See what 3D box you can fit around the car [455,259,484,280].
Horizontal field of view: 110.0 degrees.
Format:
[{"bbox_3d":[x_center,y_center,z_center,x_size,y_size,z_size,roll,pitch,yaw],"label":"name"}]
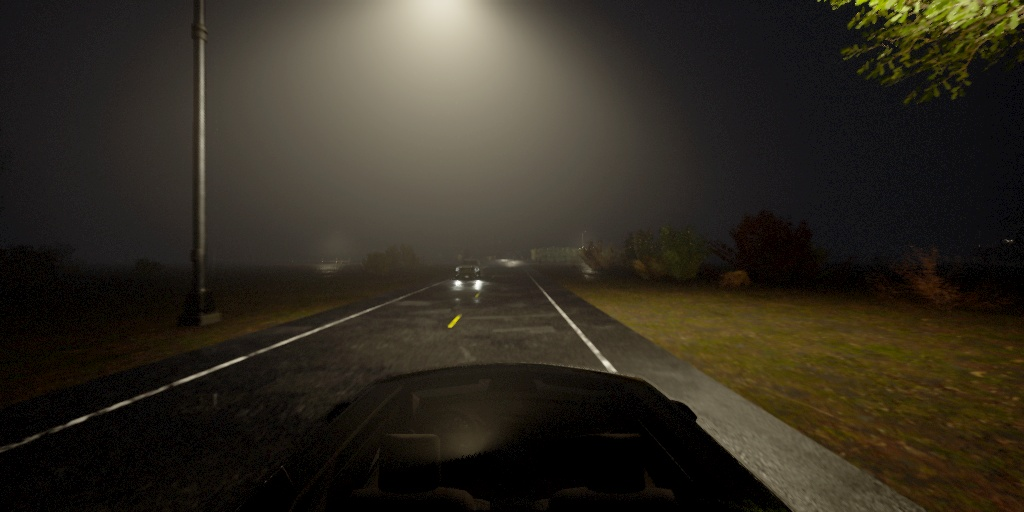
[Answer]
[{"bbox_3d":[-3.583,1.059,30.709,2.097,1.767,4.553,0,0,0],"label":"car"}]
